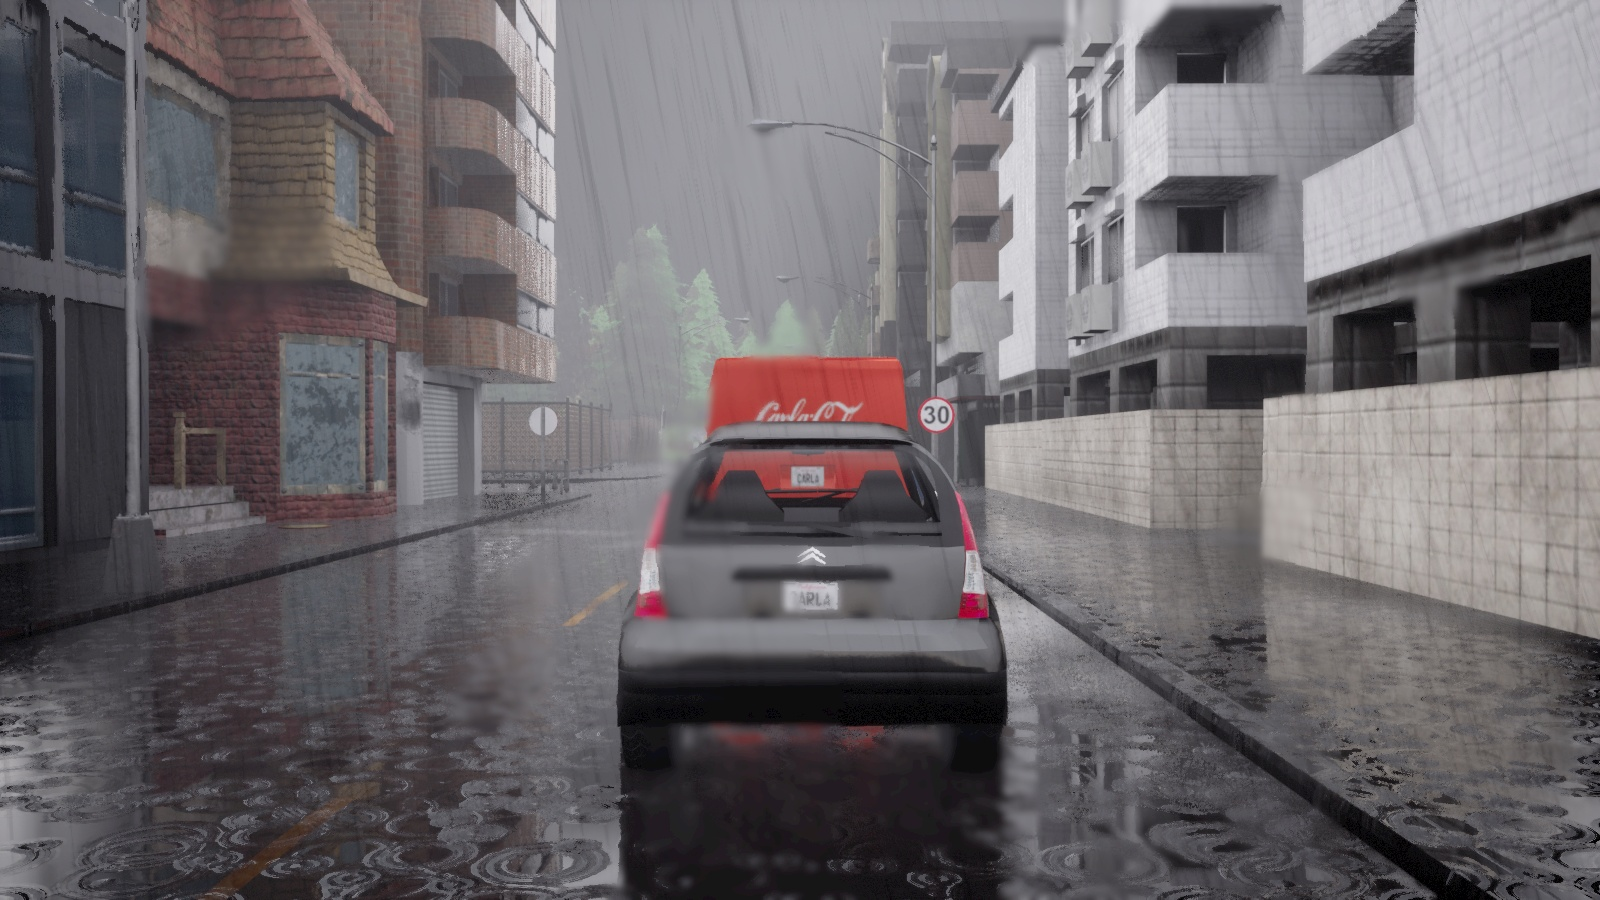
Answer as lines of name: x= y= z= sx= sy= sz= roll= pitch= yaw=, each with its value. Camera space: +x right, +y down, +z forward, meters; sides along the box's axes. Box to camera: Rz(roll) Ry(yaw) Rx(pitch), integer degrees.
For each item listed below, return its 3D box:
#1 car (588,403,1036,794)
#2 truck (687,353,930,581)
car: x=0.056 y=0.604 z=7.193 sx=1.851 sy=1.617 sz=3.988 roll=0 pitch=0 yaw=0
truck: x=0.104 y=0.168 z=16.174 sx=2.627 sy=2.467 sz=5.204 roll=0 pitch=0 yaw=0
